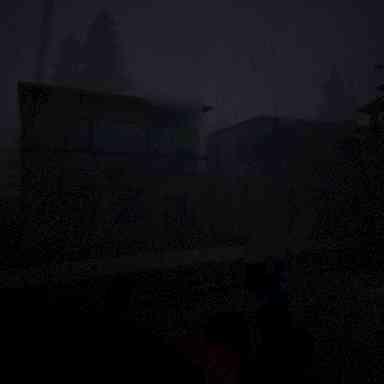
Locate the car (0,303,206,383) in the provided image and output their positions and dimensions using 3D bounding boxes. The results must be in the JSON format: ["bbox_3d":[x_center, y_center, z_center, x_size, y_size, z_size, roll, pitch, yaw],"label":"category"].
[{"bbox_3d":[-2.300,1.590,2.061,4.718,1.301,1.895,0,0,-34],"label":"car"}]
